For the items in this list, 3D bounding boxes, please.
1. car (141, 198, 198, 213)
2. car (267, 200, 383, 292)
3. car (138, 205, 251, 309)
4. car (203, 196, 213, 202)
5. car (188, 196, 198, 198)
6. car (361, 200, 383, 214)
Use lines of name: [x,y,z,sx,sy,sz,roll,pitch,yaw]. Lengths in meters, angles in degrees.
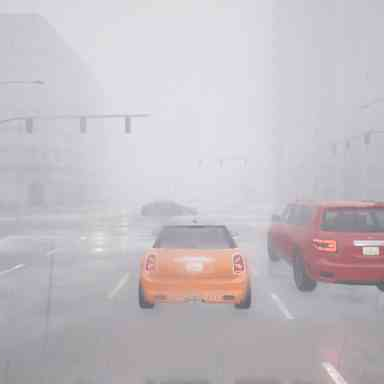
car: [-1.895,1.505,28.269,4.892,1.490,1.837,0,0,1]
car: [3.547,1.221,9.059,2.150,2.045,5.566,0,0,2]
car: [0.069,1.352,8.037,2.097,1.767,4.553,0,0,1]
car: [3.612,1.524,74.389,1.812,1.442,4.674,0,0,0]
car: [0.218,1.526,68.491,1.812,1.442,4.674,0,0,0]
car: [20.508,1.564,35.209,4.181,1.385,1.994,0,0,1]
